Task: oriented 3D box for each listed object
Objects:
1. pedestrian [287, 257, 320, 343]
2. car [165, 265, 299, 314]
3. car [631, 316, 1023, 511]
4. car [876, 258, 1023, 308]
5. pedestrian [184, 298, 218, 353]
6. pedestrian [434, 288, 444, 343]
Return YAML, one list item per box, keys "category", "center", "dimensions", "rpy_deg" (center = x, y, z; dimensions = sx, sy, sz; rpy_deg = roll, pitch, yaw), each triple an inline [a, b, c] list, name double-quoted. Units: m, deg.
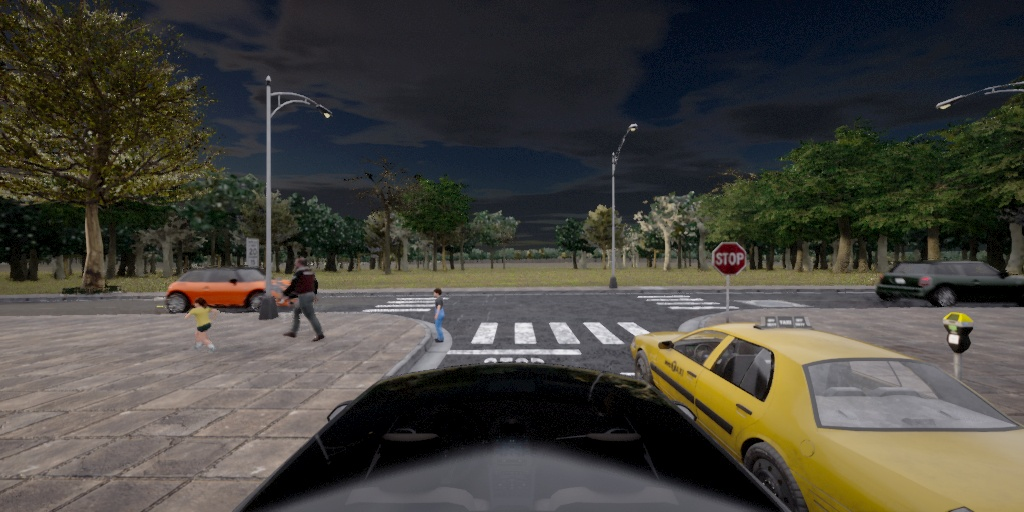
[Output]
- category: "pedestrian"
  center: [-4.473, 0.904, 7.690]
  dimensions: [0.375, 1.860, 0.375]
  rpy_deg: [0, 0, 0]
- category: "car"
  center: [-10.481, 1.212, 13.921]
  dimensions: [4.553, 1.767, 2.097]
  rpy_deg: [-1, 0, 1]
- category: "car"
  center: [2.653, 1.275, 3.769]
  dimensions: [1.751, 1.417, 4.829]
  rpy_deg: [0, 0, 0]
- category: "car"
  center: [16.808, 0.954, 13.540]
  dimensions: [4.553, 1.767, 2.097]
  rpy_deg: [0, 0, 1]
- category: "pedestrian"
  center: [-5.987, 1.313, 6.957]
  dimensions: [0.500, 1.100, 0.500]
  rpy_deg: [0, 0, 0]
- category: "pedestrian"
  center: [-1.698, 1.323, 8.372]
  dimensions: [0.375, 1.300, 0.375]
  rpy_deg: [0, 0, 0]
